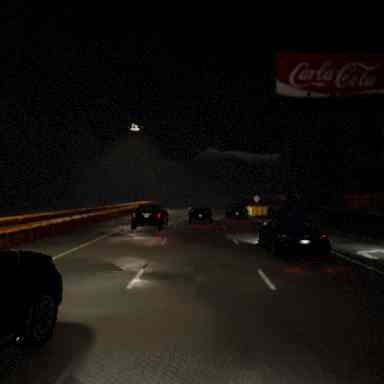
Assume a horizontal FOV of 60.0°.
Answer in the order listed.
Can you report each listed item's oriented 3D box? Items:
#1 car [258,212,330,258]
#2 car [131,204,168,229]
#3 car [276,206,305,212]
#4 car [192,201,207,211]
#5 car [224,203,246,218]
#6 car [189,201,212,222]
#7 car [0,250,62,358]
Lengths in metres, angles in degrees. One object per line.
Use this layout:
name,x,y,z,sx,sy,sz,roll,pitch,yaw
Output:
car,3.923,1.701,13.422,1.994,1.385,4.181,0,-1,1
car,-2.884,1.600,23.534,2.097,1.767,4.553,0,-1,1
car,7.663,1.787,25.916,1.812,1.442,4.674,0,-1,1
car,1.106,2.060,49.388,2.033,1.411,5.357,0,-1,1
car,4.316,1.874,33.882,1.812,1.442,4.674,0,0,1
car,0.725,1.781,29.166,1.882,1.535,5.008,0,-1,1
car,-3.289,1.261,3.228,2.150,2.045,5.566,0,0,1
